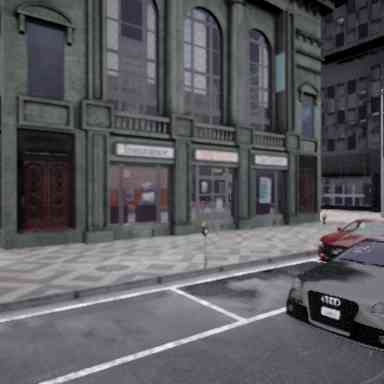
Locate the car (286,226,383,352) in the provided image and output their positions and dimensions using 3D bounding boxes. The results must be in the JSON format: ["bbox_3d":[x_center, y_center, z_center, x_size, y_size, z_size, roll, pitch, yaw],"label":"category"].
[{"bbox_3d":[3.622,1.561,5.960,4.181,1.385,1.994,0,0,-35],"label":"car"}]

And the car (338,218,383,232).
[{"bbox_3d":[5.979,1.540,10.914,4.507,1.381,1.887,0,0,-35],"label":"car"}]
